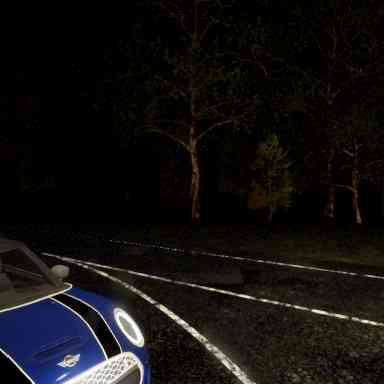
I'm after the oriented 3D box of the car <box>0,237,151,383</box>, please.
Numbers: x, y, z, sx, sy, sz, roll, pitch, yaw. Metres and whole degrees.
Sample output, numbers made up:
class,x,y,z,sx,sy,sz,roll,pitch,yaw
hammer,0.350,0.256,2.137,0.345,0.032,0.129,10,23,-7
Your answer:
class,x,y,z,sx,sy,sz,roll,pitch,yaw
car,-2.619,1.338,3.748,4.553,1.767,2.097,1,0,35
